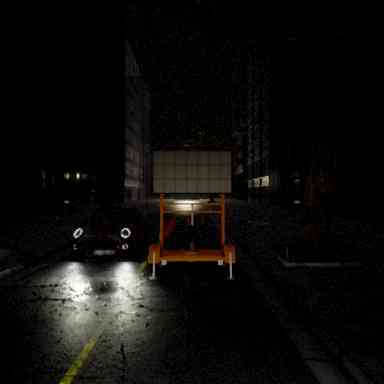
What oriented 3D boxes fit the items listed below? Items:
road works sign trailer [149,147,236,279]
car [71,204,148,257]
[{"bbox_3d":[0.009,0.464,9.982,2.380,3.560,2.880,0,0,0],"label":"road works sign trailer"},{"bbox_3d":[-2.988,1.352,12.901,2.097,1.767,4.553,0,0,0],"label":"car"}]
